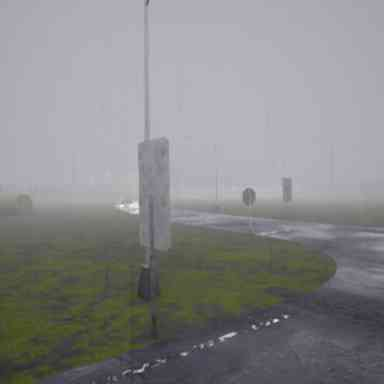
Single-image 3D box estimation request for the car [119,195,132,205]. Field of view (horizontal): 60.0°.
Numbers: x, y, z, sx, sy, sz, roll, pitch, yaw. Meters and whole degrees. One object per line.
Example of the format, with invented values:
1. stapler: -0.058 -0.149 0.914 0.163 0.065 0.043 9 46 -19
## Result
1. car: -10.933 1.300 55.319 1.837 1.490 4.892 -1 0 -13
